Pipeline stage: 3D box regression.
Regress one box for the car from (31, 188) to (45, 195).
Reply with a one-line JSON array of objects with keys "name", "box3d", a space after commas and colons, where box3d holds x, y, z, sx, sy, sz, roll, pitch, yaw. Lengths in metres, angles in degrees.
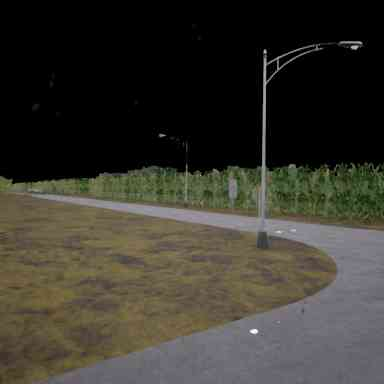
[{"name": "car", "box3d": [-37.912, -0.087, 82.790, 2.128, 1.511, 4.902, 1, 1, -35]}]
